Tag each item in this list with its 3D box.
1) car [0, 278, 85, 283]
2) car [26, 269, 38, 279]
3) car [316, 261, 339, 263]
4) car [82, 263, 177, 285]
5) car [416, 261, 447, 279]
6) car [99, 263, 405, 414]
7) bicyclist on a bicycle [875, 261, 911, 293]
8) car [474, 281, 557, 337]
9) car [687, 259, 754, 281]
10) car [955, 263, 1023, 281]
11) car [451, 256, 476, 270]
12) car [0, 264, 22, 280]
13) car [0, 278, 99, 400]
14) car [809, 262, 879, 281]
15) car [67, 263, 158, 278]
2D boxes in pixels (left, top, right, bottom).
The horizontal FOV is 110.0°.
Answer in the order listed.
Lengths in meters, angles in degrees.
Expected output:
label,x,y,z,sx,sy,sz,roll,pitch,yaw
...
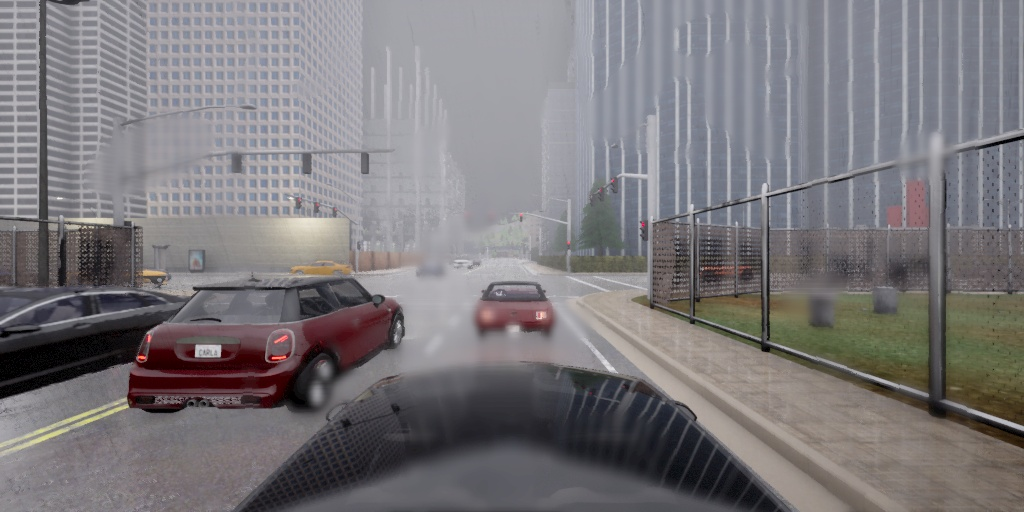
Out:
label,x,y,z,sx,sy,sz,roll,pitch,yaw
car,-10.601,1.314,7.062,1.994,1.385,4.181,0,0,0
car,-36.356,1.242,25.127,5.357,1.411,2.033,0,0,0
car,-17.178,1.175,32.491,5.008,1.535,1.882,0,2,-13
car,-26.675,1.220,25.107,4.674,1.442,1.812,0,0,0
car,-7.107,1.249,32.340,1.812,1.442,4.674,0,0,0
car,-3.443,1.102,6.207,2.097,1.767,4.553,0,0,0
bicyclist on a bicycle,18.801,0.995,17.737,0.582,1.620,1.656,0,0,0
car,0.077,1.351,10.212,1.895,1.301,4.718,0,0,0
car,16.588,1.047,28.723,4.553,1.767,2.097,0,0,0
car,38.253,1.259,28.661,4.181,1.385,1.994,0,0,0
car,-7.110,0.972,52.713,2.150,2.045,5.566,0,0,0
car,-33.307,1.172,21.620,5.008,1.535,1.882,0,0,0
car,-7.101,1.241,5.232,2.128,1.511,4.902,0,0,0
car,26.530,1.220,28.693,4.674,1.442,1.812,0,0,0
car,-23.730,1.172,21.601,5.008,1.535,1.882,0,0,0
